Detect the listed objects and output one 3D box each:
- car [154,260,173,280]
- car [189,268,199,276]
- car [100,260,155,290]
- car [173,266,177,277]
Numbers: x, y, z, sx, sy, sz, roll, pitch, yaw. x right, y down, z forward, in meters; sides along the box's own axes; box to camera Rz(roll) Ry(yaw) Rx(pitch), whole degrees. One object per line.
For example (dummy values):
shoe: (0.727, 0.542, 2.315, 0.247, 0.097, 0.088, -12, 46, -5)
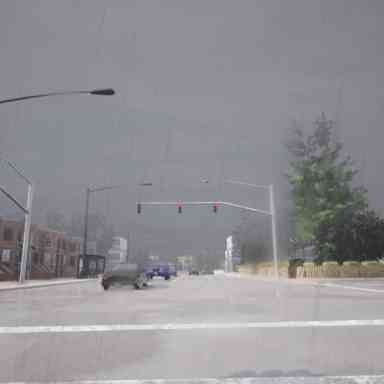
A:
car: (-3.476, 8.094, 34.619, 2.150, 2.045, 5.566, -1, -13, -1)
car: (0.369, 14.643, 61.299, 2.033, 1.411, 5.357, -1, -13, 0)
car: (-3.548, 4.666, 18.596, 2.033, 1.411, 5.357, -1, -13, 0)
car: (-3.372, 11.900, 50.246, 2.097, 1.767, 4.553, -1, -13, 0)
